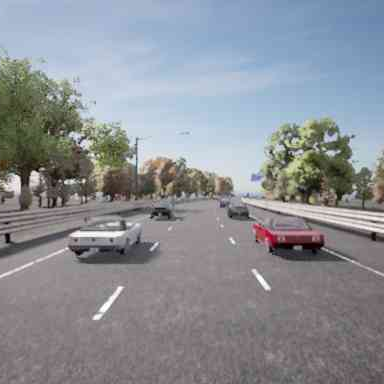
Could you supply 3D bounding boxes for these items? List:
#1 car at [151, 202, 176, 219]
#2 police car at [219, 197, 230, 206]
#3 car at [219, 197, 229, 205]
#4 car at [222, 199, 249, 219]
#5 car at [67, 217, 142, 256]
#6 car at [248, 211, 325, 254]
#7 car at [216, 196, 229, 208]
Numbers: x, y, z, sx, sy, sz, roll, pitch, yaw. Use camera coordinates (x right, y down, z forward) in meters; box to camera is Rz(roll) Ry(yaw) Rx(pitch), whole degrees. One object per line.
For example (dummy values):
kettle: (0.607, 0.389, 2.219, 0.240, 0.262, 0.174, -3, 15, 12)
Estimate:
car: (-2.709, 1.702, 31.395, 1.837, 1.490, 4.892, 0, 0, 2)
police car: (6.378, 1.887, 65.768, 1.930, 1.638, 5.238, 0, 0, 5)
car: (7.379, 1.979, 76.489, 2.033, 1.649, 4.856, 0, 0, 6)
car: (4.306, 1.695, 31.628, 2.128, 1.511, 4.902, 0, 0, 2)
car: (-3.259, 1.677, 13.445, 1.895, 1.301, 4.718, 0, 0, 1)
car: (3.756, 1.685, 13.881, 1.895, 1.301, 4.718, 0, 0, 1)
car: (5.512, 1.882, 54.844, 2.163, 1.488, 4.792, 0, 0, 4)
